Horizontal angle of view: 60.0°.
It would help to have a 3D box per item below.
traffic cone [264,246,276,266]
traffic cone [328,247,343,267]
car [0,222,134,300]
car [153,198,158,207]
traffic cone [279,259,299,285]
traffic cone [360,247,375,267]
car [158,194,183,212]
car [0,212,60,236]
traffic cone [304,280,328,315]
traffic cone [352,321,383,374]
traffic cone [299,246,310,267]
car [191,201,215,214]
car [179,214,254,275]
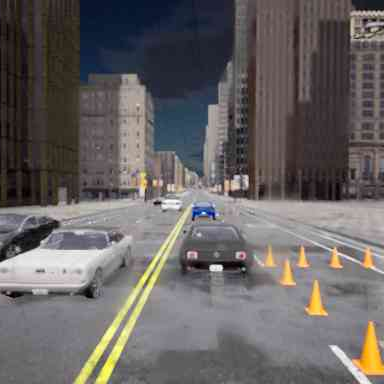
[{"bbox_3d":[2.413,1.973,10.291,0.340,0.580,0.340,0,0,1],"label":"traffic cone"},{"bbox_3d":[4.413,1.986,10.256,0.340,0.580,0.340,0,0,1],"label":"traffic cone"},{"bbox_3d":[-2.835,1.584,8.494,1.895,1.301,4.718,0,0,1],"label":"car"},{"bbox_3d":[-5.217,1.690,54.656,1.895,1.301,4.718,0,0,2],"label":"car"},{"bbox_3d":[2.378,1.971,8.292,0.340,0.580,0.340,0,0,1],"label":"traffic cone"},{"bbox_3d":[5.412,1.992,10.238,0.340,0.580,0.340,0,0,1],"label":"traffic cone"},{"bbox_3d":[-2.291,1.272,39.207,2.150,2.045,5.566,0,0,1],"label":"car"},{"bbox_3d":[-6.039,1.456,11.156,2.128,1.511,4.902,0,0,1],"label":"car"},{"bbox_3d":[2.343,1.970,6.292,0.340,0.580,0.340,0,0,1],"label":"traffic cone"},{"bbox_3d":[2.307,1.970,4.292,0.340,0.580,0.340,0,0,1],"label":"traffic cone"},{"bbox_3d":[3.413,1.979,10.274,0.340,0.580,0.340,0,0,1],"label":"traffic cone"},{"bbox_3d":[0.969,1.516,28.346,1.882,1.535,5.008,0,0,1],"label":"car"},{"bbox_3d":[0.650,1.607,10.488,1.895,1.301,4.718,0,0,1],"label":"car"}]
